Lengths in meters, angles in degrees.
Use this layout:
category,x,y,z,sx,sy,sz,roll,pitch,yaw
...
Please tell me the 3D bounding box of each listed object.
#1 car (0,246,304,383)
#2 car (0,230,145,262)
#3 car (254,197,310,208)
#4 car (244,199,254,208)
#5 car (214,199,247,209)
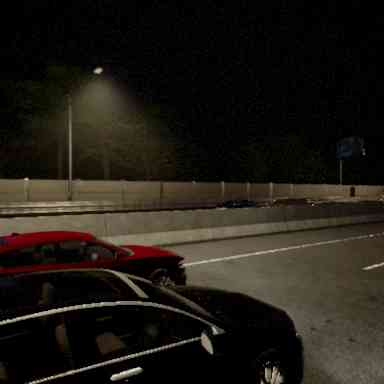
category,x,y,z,sx,sy,sz,roll,pitch,yaw
car,-1.001,1.502,3.032,4.892,1.490,1.837,0,0,-36
car,-2.417,1.471,6.321,5.008,1.535,1.882,0,0,-36
car,7.525,1.284,26.557,4.553,1.767,2.097,0,0,-36
car,7.444,1.527,30.799,4.718,1.301,1.895,0,0,-35
car,4.403,1.433,32.927,4.892,1.490,1.837,0,0,-35
